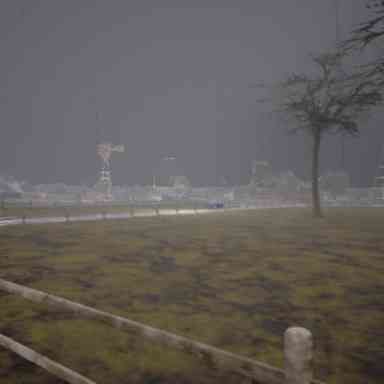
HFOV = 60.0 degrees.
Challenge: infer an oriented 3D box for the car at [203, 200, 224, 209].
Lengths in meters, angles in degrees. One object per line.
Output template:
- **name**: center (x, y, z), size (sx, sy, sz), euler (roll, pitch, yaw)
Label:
- **car**: center (3.876, 2.092, 57.138), size (1.882, 1.535, 5.008), euler (2, 0, 36)
